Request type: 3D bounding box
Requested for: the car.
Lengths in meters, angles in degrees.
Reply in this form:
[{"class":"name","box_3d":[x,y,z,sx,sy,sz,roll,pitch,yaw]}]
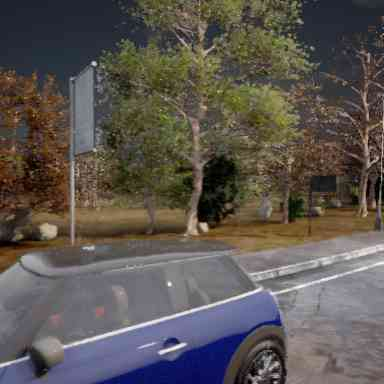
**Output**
[{"class":"car","box_3d":[-1.178,1.353,3.227,4.553,1.767,2.097,0,0,-36]}]
